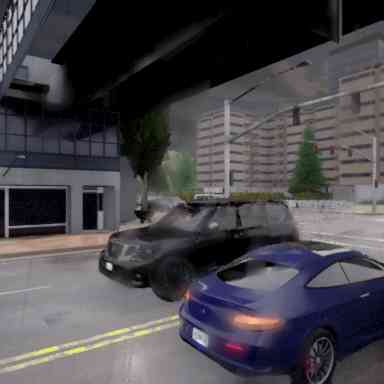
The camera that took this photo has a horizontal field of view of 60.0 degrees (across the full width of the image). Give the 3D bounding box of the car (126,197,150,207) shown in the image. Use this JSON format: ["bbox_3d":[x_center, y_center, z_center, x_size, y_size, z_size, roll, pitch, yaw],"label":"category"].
[{"bbox_3d":[-8.273,1.555,50.650,1.994,1.385,4.181,0,0,-36],"label":"car"}]

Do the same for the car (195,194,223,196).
[{"bbox_3d":[2.202,1.214,30.140,2.150,2.045,5.566,0,0,-36],"label":"car"}]

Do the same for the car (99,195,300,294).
[{"bbox_3d":[0.494,1.219,8.662,5.566,2.045,2.150,0,0,-36],"label":"car"}]

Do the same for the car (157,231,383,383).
[{"bbox_3d":[1.980,1.524,5.210,4.674,1.442,1.812,0,0,-35],"label":"car"}]

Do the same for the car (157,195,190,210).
[{"bbox_3d":[-2.443,1.344,42.549,2.097,1.767,4.553,0,0,-36],"label":"car"}]

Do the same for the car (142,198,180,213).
[{"bbox_3d":[-3.651,1.484,38.242,2.128,1.511,4.902,0,0,-36],"label":"car"}]
